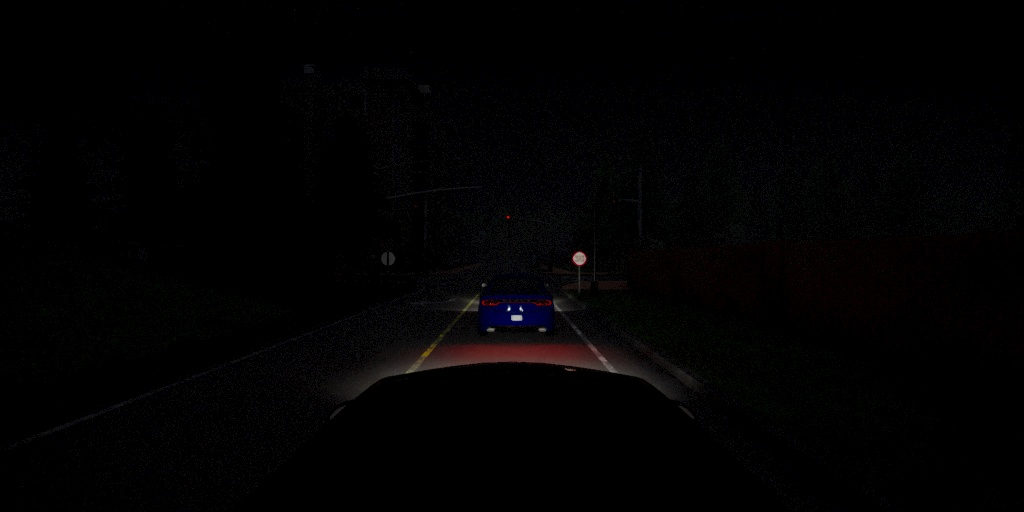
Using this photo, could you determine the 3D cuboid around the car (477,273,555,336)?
[{"bbox_3d":[0.100,1.228,10.458,1.882,1.535,5.008,0,0,0],"label":"car"}]
